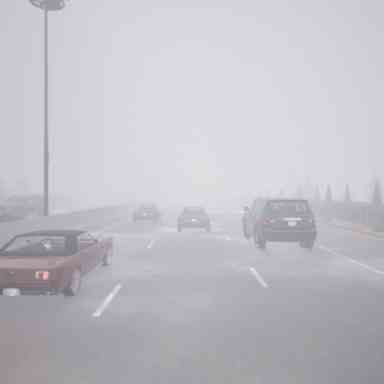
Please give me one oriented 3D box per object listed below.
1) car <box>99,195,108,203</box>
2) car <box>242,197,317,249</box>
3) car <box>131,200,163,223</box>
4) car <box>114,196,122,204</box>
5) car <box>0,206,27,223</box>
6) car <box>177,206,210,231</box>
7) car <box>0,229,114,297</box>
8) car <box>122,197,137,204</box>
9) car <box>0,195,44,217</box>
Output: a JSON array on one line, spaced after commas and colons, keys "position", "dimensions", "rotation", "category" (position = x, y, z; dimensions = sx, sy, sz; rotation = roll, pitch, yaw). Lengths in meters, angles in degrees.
[{"position": [-20.696, 1.553, 77.715], "dimensions": [2.097, 1.767, 4.553], "rotation": [0, 0, -15], "category": "car"}, {"position": [3.603, 1.227, 14.637], "dimensions": [2.150, 2.045, 5.566], "rotation": [0, 0, 0], "category": "car"}, {"position": [-3.392, 1.585, 26.047], "dimensions": [1.994, 1.385, 4.181], "rotation": [0, 0, 0], "category": "car"}, {"position": [-15.288, 1.657, 69.680], "dimensions": [1.882, 1.535, 5.008], "rotation": [0, 0, -10], "category": "car"}, {"position": [-10.595, 1.609, 16.765], "dimensions": [1.895, 1.301, 4.718], "rotation": [0, 0, 0], "category": "car"}, {"position": [0.105, 1.577, 20.866], "dimensions": [1.994, 1.385, 4.181], "rotation": [0, 0, 0], "category": "car"}, {"position": [-3.398, 1.604, 8.512], "dimensions": [1.895, 1.301, 4.718], "rotation": [0, 0, 0], "category": "car"}, {"position": [-10.741, 1.687, 59.399], "dimensions": [1.994, 1.385, 4.181], "rotation": [0, 0, -2], "category": "car"}, {"position": [-14.089, 1.245, 27.447], "dimensions": [2.150, 2.045, 5.566], "rotation": [0, 0, 0], "category": "car"}]
